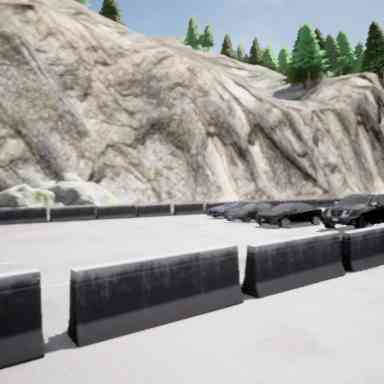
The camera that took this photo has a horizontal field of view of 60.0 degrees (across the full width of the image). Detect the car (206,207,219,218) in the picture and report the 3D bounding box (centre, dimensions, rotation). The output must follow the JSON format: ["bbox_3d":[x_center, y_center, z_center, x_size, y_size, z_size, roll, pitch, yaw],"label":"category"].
[{"bbox_3d":[3.758,1.462,28.053,5.357,1.411,2.033,0,0,-35],"label":"car"}]

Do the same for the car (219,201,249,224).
[{"bbox_3d":[4.545,1.447,24.334,4.674,1.442,1.812,0,0,-35],"label":"car"}]

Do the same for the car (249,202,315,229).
[{"bbox_3d":[6.265,1.402,21.268,5.008,1.535,1.882,0,0,-35],"label":"car"}]

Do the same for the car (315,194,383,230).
[{"bbox_3d":[10.012,1.145,19.614,5.566,2.045,2.150,0,0,-35],"label":"car"}]
